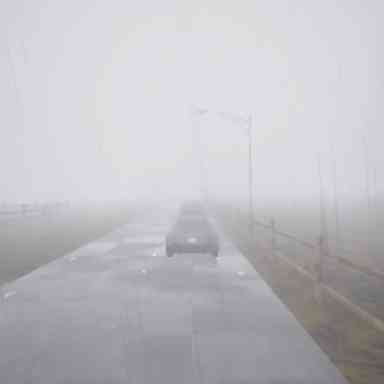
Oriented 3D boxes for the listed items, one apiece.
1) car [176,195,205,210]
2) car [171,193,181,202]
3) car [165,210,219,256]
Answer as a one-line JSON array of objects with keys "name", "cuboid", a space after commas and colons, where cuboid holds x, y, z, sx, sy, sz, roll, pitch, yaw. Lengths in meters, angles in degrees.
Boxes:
[{"name": "car", "cuboid": [0.020, 1.398, 28.379, 2.097, 1.767, 4.553, 0, 0, 0]}, {"name": "car", "cuboid": [-2.779, 0.998, 59.716, 1.882, 1.535, 5.008, 0, 1, 0]}, {"name": "car", "cuboid": [0.025, 1.638, 13.475, 1.994, 1.385, 4.181, 0, 0, 0]}]
